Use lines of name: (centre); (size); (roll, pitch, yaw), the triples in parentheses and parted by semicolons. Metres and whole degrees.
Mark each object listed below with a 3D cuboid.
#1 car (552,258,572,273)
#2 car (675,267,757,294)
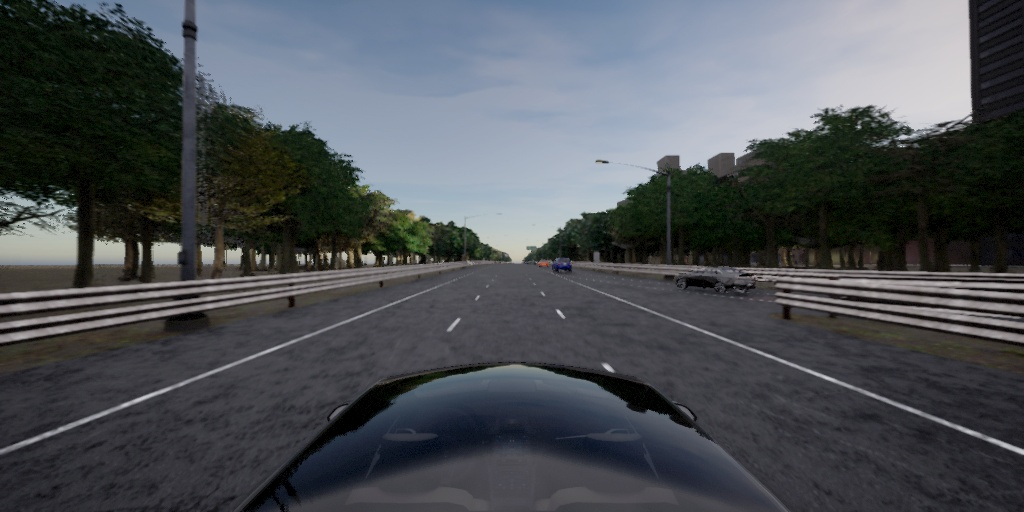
car: (7.088, 1.262, 51.080); (2.150, 2.045, 5.566); (0, 0, -1)
car: (12.232, 1.410, 21.925); (2.128, 1.511, 4.902); (0, 0, -17)
